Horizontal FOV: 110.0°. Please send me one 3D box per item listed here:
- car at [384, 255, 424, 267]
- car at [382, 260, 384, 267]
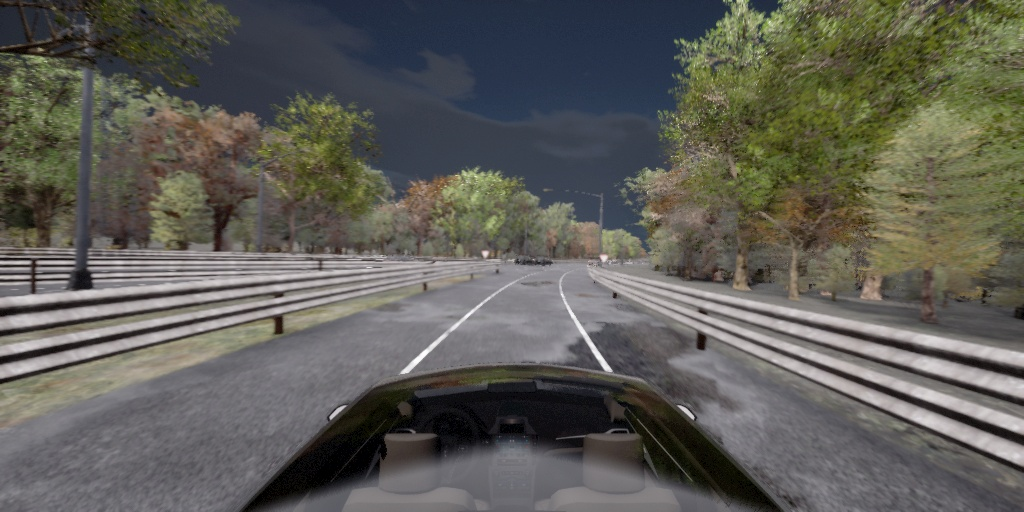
[{"bbox_3d":[-9.952,0.963,36.563,2.033,1.411,5.357,2,0,28],"label":"car"},{"bbox_3d":[-12.122,0.665,39.916,2.097,1.767,4.553,2,0,28],"label":"car"}]
